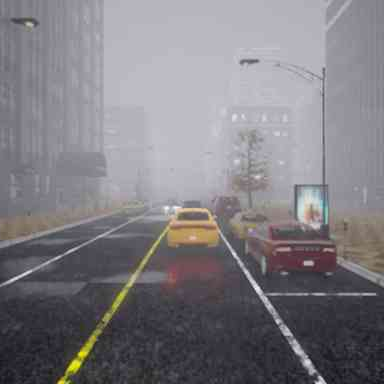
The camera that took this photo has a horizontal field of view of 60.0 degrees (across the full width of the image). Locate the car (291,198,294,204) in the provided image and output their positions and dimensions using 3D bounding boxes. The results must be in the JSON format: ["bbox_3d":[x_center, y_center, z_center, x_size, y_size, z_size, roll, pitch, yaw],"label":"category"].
[{"bbox_3d":[20.851,1.507,62.447,4.097,1.590,1.967,1,-1,0],"label":"car"}]

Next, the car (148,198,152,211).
[{"bbox_3d":[-5.678,1.293,37.722,1.967,1.590,4.097,1,0,0],"label":"car"}]

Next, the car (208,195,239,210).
[{"bbox_3d":[2.702,1.211,26.601,2.192,1.841,5.009,1,0,0],"label":"car"}]

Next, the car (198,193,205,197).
[{"bbox_3d":[2.703,1.212,86.757,1.887,1.381,4.507,1,0,0],"label":"car"}]

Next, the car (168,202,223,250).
[{"bbox_3d":[0.057,1.422,14.000,1.882,1.535,5.008,0,0,0],"label":"car"}]

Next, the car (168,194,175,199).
[{"bbox_3d":[-5.677,1.192,92.295,1.887,1.381,4.507,1,0,0],"label":"car"}]

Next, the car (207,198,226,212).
[{"bbox_3d":[2.701,1.398,37.721,1.887,1.381,4.507,1,0,0],"label":"car"}]

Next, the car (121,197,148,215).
[{"bbox_3d":[-5.680,1.400,31.993,1.752,1.417,4.829,1,0,0],"label":"car"}]

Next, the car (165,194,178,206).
[{"bbox_3d":[-3.038,1.405,50.281,1.895,1.301,4.718,0,0,1],"label":"car"}]

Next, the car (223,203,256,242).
[{"bbox_3d":[2.700,1.464,15.653,1.752,1.417,4.829,1,0,0],"label":"car"}]

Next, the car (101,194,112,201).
[{"bbox_3d":[-17.248,1.019,62.123,4.507,1.381,1.887,1,-1,0],"label":"car"}]

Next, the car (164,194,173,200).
[{"bbox_3d":[-5.677,1.214,81.079,1.752,1.417,4.829,1,0,0],"label":"car"}]

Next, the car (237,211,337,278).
[{"bbox_3d":[2.699,1.505,9.924,1.887,1.381,4.507,1,0,0],"label":"car"}]

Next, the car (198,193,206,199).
[{"bbox_3d":[2.705,1.087,92.281,1.967,1.590,4.097,1,0,0],"label":"car"}]

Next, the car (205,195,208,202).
[{"bbox_3d":[2.702,1.189,32.160,2.192,1.841,5.009,1,0,0],"label":"car"}]

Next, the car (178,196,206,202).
[{"bbox_3d":[0.049,1.397,27.878,1.837,1.490,4.892,0,1,0],"label":"car"}]
